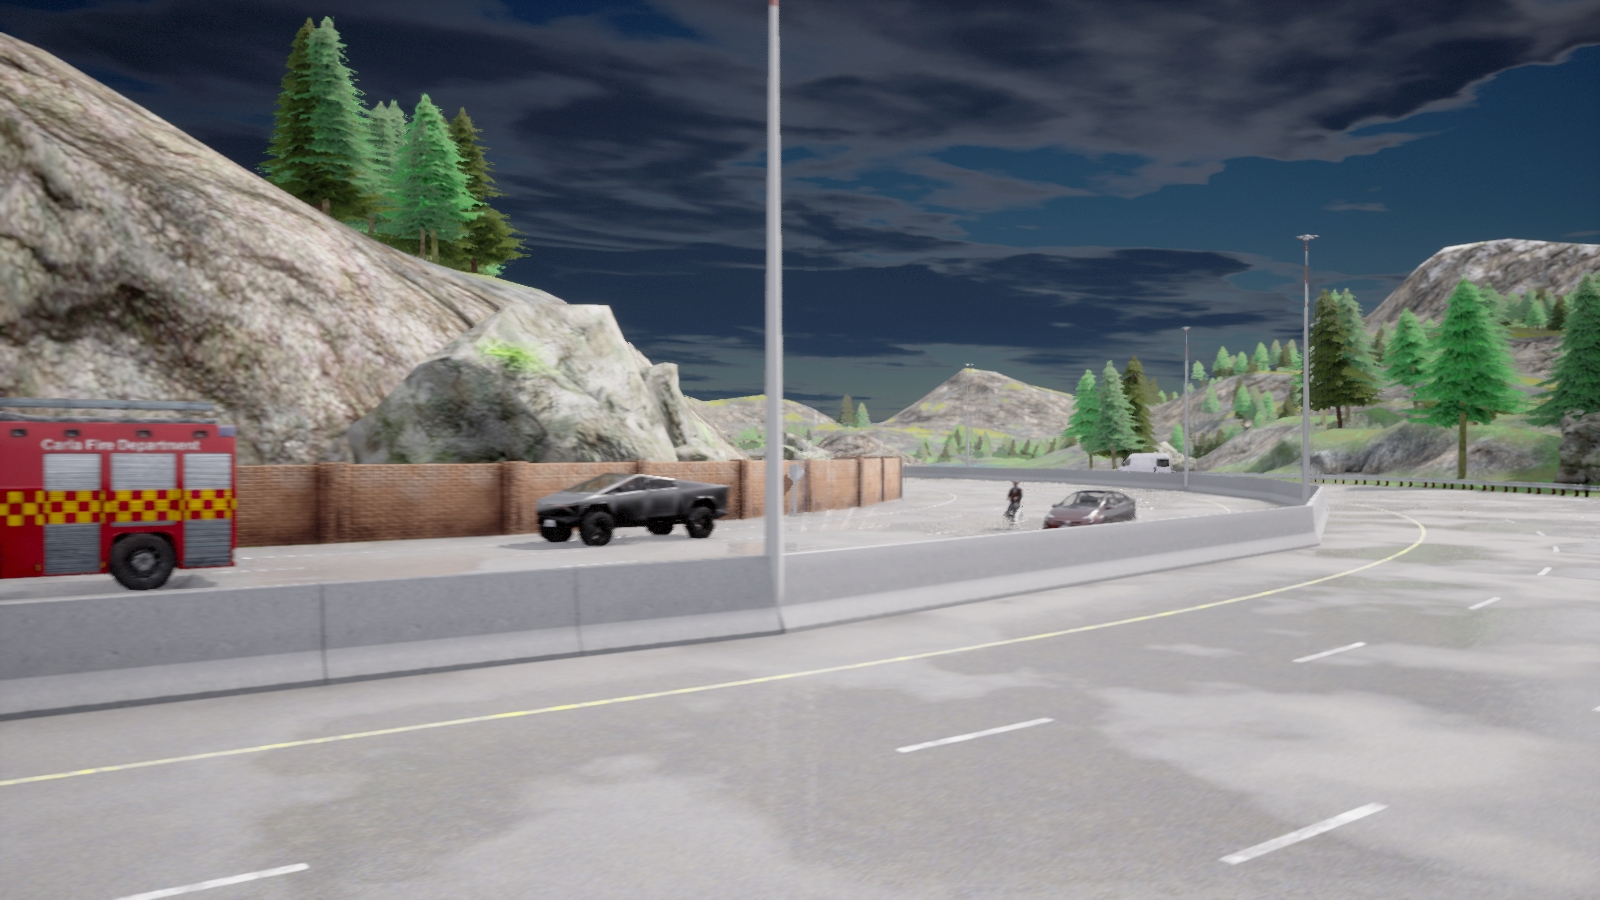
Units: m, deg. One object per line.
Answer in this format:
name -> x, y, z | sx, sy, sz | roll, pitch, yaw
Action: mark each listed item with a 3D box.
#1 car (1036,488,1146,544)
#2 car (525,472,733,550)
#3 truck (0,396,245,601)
car -> 9.466, 2.072, 36.916 | 2.007, 1.525, 4.514 | 0, 0, 34
car -> -5.181, 1.782, 35.572 | 2.390, 2.098, 6.274 | 0, 0, 43
truck -> -15.857, 0.908, 22.520 | 8.468, 3.827, 2.891 | 0, 0, -35
